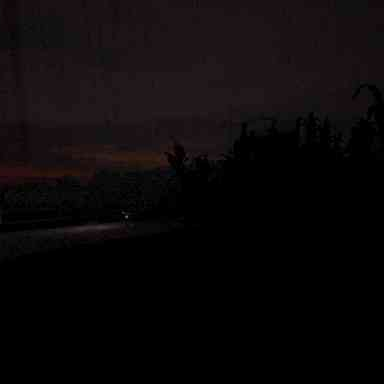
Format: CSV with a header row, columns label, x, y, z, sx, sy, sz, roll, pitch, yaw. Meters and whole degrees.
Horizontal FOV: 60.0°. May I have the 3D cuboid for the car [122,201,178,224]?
label,x,y,z,sx,sy,sz,roll,pitch,yaw
car,-3.021,1.437,24.610,2.128,1.511,4.902,1,0,35
